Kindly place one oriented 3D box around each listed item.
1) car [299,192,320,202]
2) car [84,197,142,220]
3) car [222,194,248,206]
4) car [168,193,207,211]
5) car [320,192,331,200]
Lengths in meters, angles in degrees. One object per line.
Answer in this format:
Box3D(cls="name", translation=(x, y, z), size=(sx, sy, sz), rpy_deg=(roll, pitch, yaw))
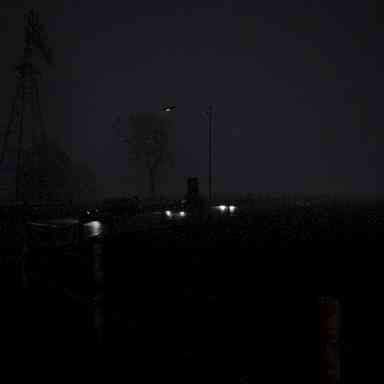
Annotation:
Box3D(cls="car", translation=(18.910, 0.800, 54.392), size=(1.812, 1.442, 4.674), rpy_deg=(1, 2, 35))
Box3D(cls="car", translation=(-5.992, 1.206, 25.663), size=(1.837, 1.490, 4.892), rpy_deg=(1, 2, 35))
Box3D(cls="car", translation=(5.424, 1.005, 41.760), size=(1.994, 1.385, 4.181), rpy_deg=(1, 2, 35))
Box3D(cls="car", translation=(-0.350, 0.924, 33.614), size=(2.097, 1.767, 4.553), rpy_deg=(1, 2, 35))
Box3D(cls="car", translation=(24.707, 0.710, 62.577), size=(1.994, 1.385, 4.181), rpy_deg=(1, 1, 36))
